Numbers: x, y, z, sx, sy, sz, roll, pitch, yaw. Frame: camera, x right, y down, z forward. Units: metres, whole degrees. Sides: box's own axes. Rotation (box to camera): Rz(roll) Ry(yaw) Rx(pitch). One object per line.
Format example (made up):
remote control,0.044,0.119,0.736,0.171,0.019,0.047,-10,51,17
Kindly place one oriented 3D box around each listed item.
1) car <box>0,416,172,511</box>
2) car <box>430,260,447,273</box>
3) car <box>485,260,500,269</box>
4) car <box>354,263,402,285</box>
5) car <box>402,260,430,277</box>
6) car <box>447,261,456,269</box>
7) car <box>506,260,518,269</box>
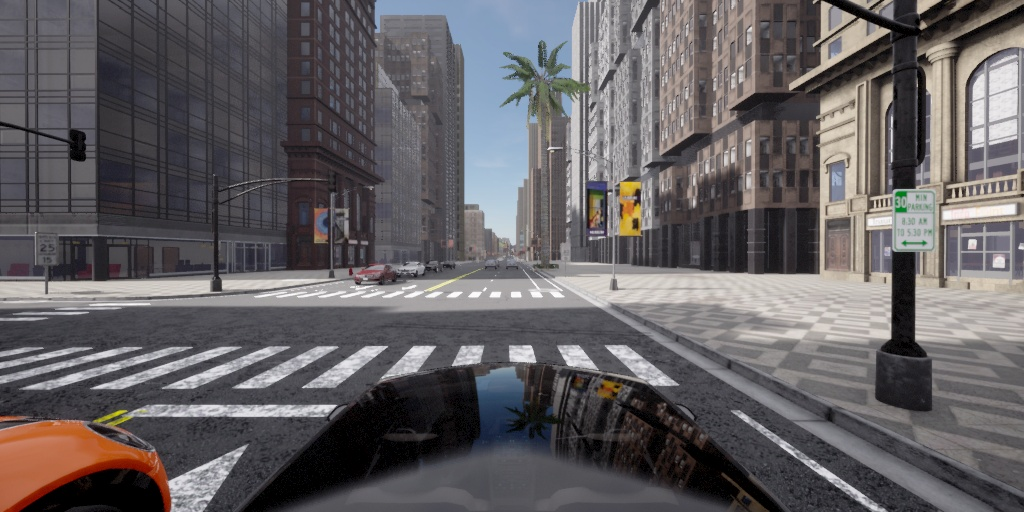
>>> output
car,-3.150,1.102,0.290,2.097,1.767,4.553,0,0,0
car,-9.837,1.274,44.557,1.837,1.490,4.892,0,0,0
car,-3.237,1.334,55.769,2.033,1.411,5.357,0,0,0
car,-9.846,1.281,26.308,1.812,1.442,4.674,0,0,-1
car,-9.840,1.286,35.300,1.812,1.442,4.674,0,0,0
car,-9.792,1.386,54.857,1.895,1.301,4.718,0,0,0
car,0.013,1.334,55.768,2.033,1.411,5.357,0,0,0
